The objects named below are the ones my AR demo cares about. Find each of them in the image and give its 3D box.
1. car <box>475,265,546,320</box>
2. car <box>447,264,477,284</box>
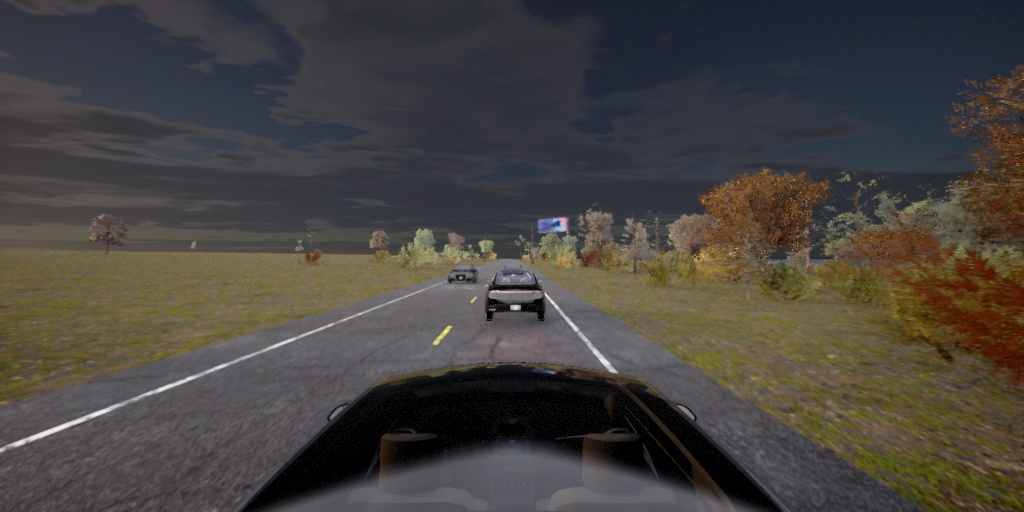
[{"bbox_3d":[0.101,1.245,12.569,2.128,1.511,4.902,0,0,0],"label":"car"},{"bbox_3d":[-3.590,1.323,27.108,1.994,1.385,4.181,0,0,0],"label":"car"}]
